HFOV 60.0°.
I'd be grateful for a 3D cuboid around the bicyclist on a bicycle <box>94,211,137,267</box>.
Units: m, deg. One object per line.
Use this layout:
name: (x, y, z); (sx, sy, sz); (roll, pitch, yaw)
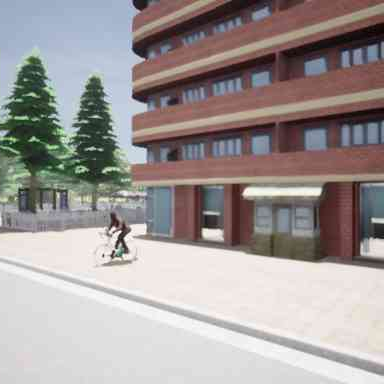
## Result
bicyclist on a bicycle: (-2.296, 1.418, 10.145); (0.582, 1.620, 1.656); (0, -1, 39)
